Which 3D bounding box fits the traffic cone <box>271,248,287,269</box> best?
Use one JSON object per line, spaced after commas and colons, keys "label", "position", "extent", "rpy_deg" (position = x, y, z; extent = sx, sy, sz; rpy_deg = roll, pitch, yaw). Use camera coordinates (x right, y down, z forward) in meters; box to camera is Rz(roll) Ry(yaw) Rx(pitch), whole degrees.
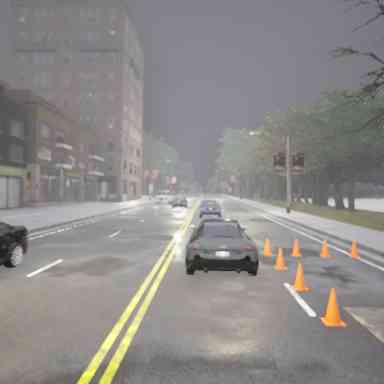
{"label": "traffic cone", "position": [2.591, 1.937, 9.746], "extent": [0.340, 0.580, 0.340], "rpy_deg": [1, 0, 2]}

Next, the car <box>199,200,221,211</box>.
{"label": "car", "position": [1.580, 1.403, 29.047], "extent": [2.033, 1.411, 5.357], "rpy_deg": [1, 0, 2]}

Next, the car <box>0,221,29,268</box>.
{"label": "car", "position": [-5.946, 1.377, 8.036], "extent": [1.882, 1.535, 5.008], "rpy_deg": [1, 0, 2]}

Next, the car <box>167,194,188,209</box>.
{"label": "car", "position": [-1.409, 1.280, 40.559], "extent": [2.033, 1.411, 5.357], "rpy_deg": [1, 1, 2]}

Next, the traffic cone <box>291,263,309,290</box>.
{"label": "traffic cone", "position": [2.513, 1.946, 7.747], "extent": [0.340, 0.580, 0.340], "rpy_deg": [1, 0, 2]}

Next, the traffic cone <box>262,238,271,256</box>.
{"label": "traffic cone", "position": [2.670, 1.928, 11.744], "extent": [0.340, 0.580, 0.340], "rpy_deg": [1, 0, 2]}

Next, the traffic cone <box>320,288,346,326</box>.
{"label": "traffic cone", "position": [2.434, 1.955, 5.748], "extent": [0.340, 0.580, 0.340], "rpy_deg": [1, 0, 2]}

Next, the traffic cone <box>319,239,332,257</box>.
{"label": "traffic cone", "position": [4.668, 1.950, 11.666], "extent": [0.340, 0.580, 0.340], "rpy_deg": [1, 0, 2]}

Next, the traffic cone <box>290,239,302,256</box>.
{"label": "traffic cone", "position": [3.669, 1.939, 11.705], "extent": [0.340, 0.580, 0.340], "rpy_deg": [1, 0, 2]}

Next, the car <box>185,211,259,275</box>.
{"label": "car", "position": [0.850, 1.524, 10.389], "extent": [1.994, 1.385, 4.181], "rpy_deg": [1, 0, 2]}

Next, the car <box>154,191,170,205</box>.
{"label": "car", "position": [-4.291, 0.836, 49.595], "extent": [2.150, 2.045, 5.566], "rpy_deg": [1, 1, 2]}
